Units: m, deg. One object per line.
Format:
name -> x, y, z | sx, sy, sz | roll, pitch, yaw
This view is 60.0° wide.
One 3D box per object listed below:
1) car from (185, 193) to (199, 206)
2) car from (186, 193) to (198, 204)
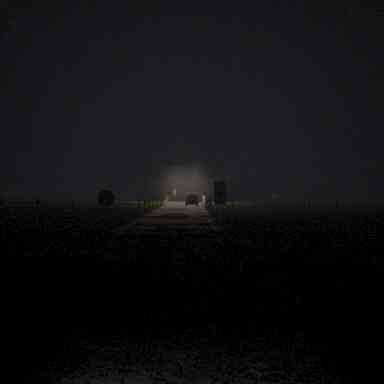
car -> -0.011, 1.336, 53.343 | 2.097, 1.767, 4.553 | 0, 0, 0
car -> -0.013, 1.203, 63.409 | 2.150, 2.045, 5.566 | 0, 0, 0
